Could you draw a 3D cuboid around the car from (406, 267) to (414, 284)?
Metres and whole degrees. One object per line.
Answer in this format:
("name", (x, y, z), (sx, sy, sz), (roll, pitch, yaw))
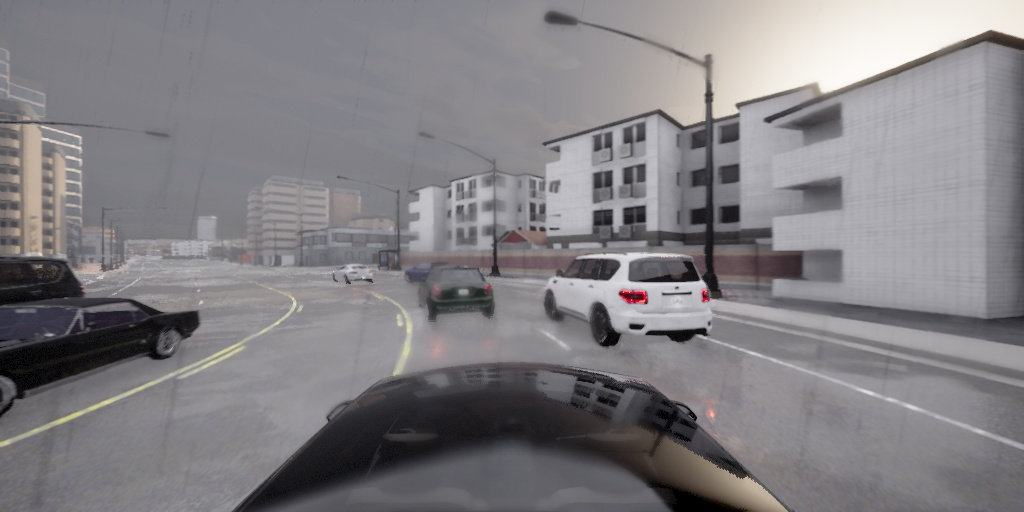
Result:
("car", (-5.743, 1.110, 25.221), (2.097, 1.767, 4.553), (0, 0, -39))

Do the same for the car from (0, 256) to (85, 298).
("car", (-11.283, 1.025, 6.699), (2.150, 2.045, 5.566), (0, 0, -16))

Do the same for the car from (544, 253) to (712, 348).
("car", (2.591, 0.951, 9.510), (2.150, 2.045, 5.566), (0, 0, -13))

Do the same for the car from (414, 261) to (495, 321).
("car", (-2.150, 1.103, 12.805), (2.097, 1.767, 4.553), (0, 0, -19))

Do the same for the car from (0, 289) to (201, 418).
("car", (-7.387, 1.386, 5.564), (1.895, 1.301, 4.718), (0, 0, -11))

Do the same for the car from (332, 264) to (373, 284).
("car", (-12.114, 1.315, 27.239), (1.812, 1.442, 4.674), (0, 0, -42))
